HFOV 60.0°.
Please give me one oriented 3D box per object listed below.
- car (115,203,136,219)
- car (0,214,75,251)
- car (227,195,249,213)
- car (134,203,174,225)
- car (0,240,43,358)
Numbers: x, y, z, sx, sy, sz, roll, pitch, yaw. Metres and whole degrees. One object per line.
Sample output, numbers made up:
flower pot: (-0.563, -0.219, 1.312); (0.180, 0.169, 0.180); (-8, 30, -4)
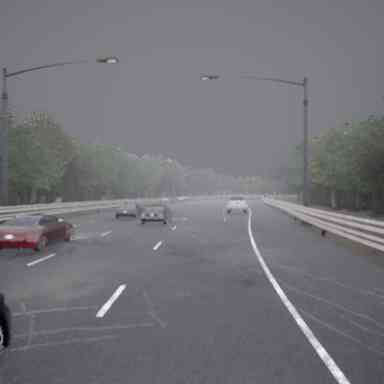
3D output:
car: (-5.647, 1.681, 30.790); (1.994, 1.385, 4.181); (0, 0, 4)
car: (-6.593, 1.611, 14.122); (1.994, 1.385, 4.181); (0, 0, 2)
car: (5.244, 1.382, 38.860); (2.150, 2.045, 5.566); (0, 0, 8)
car: (-2.559, 1.643, 25.093); (2.033, 1.411, 5.357); (0, 0, 4)
car: (-3.354, 1.497, 2.542); (2.128, 1.511, 4.902); (0, 0, 0)
